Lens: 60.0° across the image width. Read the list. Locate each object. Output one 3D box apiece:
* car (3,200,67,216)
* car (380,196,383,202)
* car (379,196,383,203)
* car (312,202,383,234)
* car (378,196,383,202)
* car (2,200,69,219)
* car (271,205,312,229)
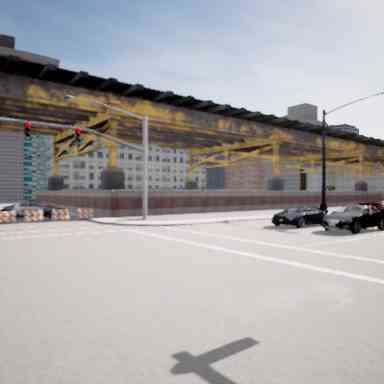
[{"bbox_3d":[-13.080,1.298,28.023,4.536,1.218,1.853,0,0,-7],"label":"car"},{"bbox_3d":[42.137,1.382,69.539,4.536,1.218,1.853,0,0,-7],"label":"car"},{"bbox_3d":[42.188,1.539,69.546,4.974,1.542,2.038,0,0,-7],"label":"car"},{"bbox_3d":[9.578,1.511,19.421,4.902,1.511,2.128,0,0,-35],"label":"car"},{"bbox_3d":[38.294,1.375,65.836,1.853,1.218,4.536,0,0,18],"label":"car"},{"bbox_3d":[-13.028,1.455,28.029,4.974,1.542,2.038,0,0,-7],"label":"car"},{"bbox_3d":[7.203,1.583,22.026,4.181,1.385,1.994,0,0,-36],"label":"car"}]
